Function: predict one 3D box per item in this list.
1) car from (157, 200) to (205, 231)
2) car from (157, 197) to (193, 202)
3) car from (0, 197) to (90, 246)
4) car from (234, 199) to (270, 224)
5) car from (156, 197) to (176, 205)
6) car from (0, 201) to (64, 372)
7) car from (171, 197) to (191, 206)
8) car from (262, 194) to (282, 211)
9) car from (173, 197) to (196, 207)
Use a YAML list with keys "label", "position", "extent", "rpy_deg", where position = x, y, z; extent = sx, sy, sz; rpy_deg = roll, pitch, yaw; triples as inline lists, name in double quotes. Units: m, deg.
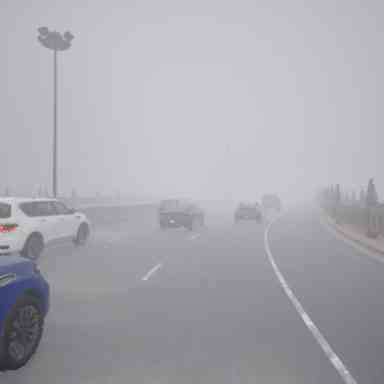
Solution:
- label: "car"
  position: [-0.492, 1.481, 20.796]
  extent: [1.882, 1.535, 5.008]
  rpy_deg: [0, 0, 14]
- label: "car"
  position: [-1.415, 1.372, 29.852]
  extent: [2.097, 1.767, 4.553]
  rpy_deg: [0, 0, 18]
- label: "car"
  position: [-5.820, 1.204, 12.249]
  extent: [2.150, 2.045, 5.566]
  rpy_deg: [0, 0, 8]
- label: "car"
  position: [4.438, 1.510, 25.224]
  extent: [2.128, 1.511, 4.902]
  rpy_deg: [0, 0, 17]
- label: "car"
  position: [-4.935, 1.652, 63.140]
  extent: [1.882, 1.535, 5.008]
  rpy_deg: [0, 0, 19]
- label: "car"
  position: [-3.248, 1.210, 2.543]
  extent: [2.150, 2.045, 5.566]
  rpy_deg: [0, 0, 2]
- label: "car"
  position: [-1.954, 1.725, 61.052]
  extent: [2.033, 1.411, 5.357]
  rpy_deg: [0, 0, 19]
- label: "car"
  position: [9.960, 1.304, 41.647]
  extent: [2.150, 2.045, 5.566]
  rpy_deg: [0, 0, 19]
- label: "car"
  position: [-1.129, 1.592, 52.768]
  extent: [2.128, 1.511, 4.902]
  rpy_deg: [0, 0, 19]
